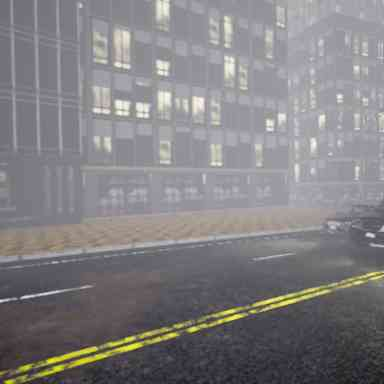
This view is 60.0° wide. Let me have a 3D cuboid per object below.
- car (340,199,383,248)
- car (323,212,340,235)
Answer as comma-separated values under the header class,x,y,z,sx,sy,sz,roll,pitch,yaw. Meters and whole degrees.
class,x,y,z,sx,sy,sz,roll,pitch,yaw
car,8.645,1.164,13.184,5.566,2.045,2.150,0,0,-32
car,8.782,1.416,17.057,4.902,1.511,2.128,0,0,-31
